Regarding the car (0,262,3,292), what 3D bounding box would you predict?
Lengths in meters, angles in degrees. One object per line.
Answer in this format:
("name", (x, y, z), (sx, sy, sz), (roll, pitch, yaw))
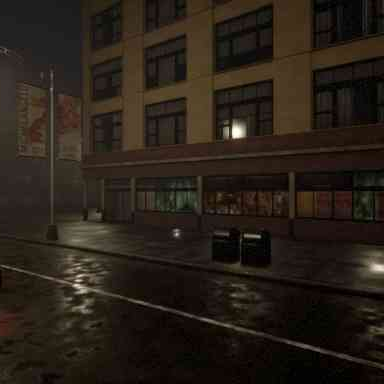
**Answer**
("car", (-5.832, 1.564, 7.719), (1.994, 1.385, 4.181), (0, 0, -40))
